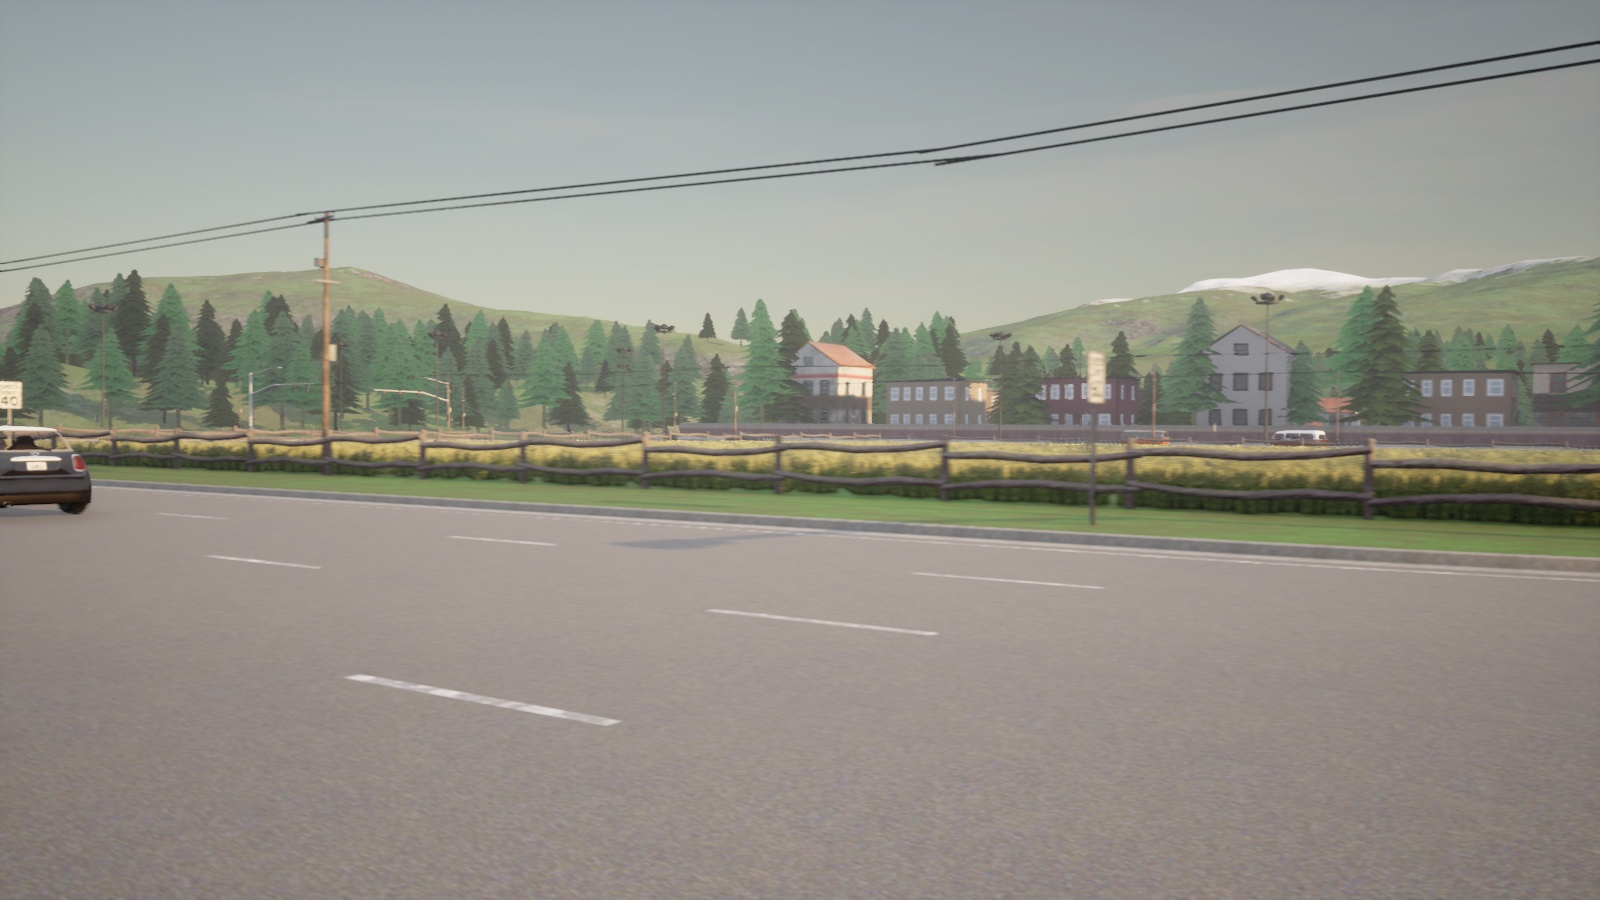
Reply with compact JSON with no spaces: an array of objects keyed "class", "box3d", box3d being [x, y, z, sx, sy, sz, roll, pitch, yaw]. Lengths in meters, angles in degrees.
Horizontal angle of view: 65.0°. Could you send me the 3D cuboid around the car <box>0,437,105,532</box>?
[{"class":"car","box3d":[-13.705,0.531,21.131,3.806,1.475,1.970,0,1,34]}]
